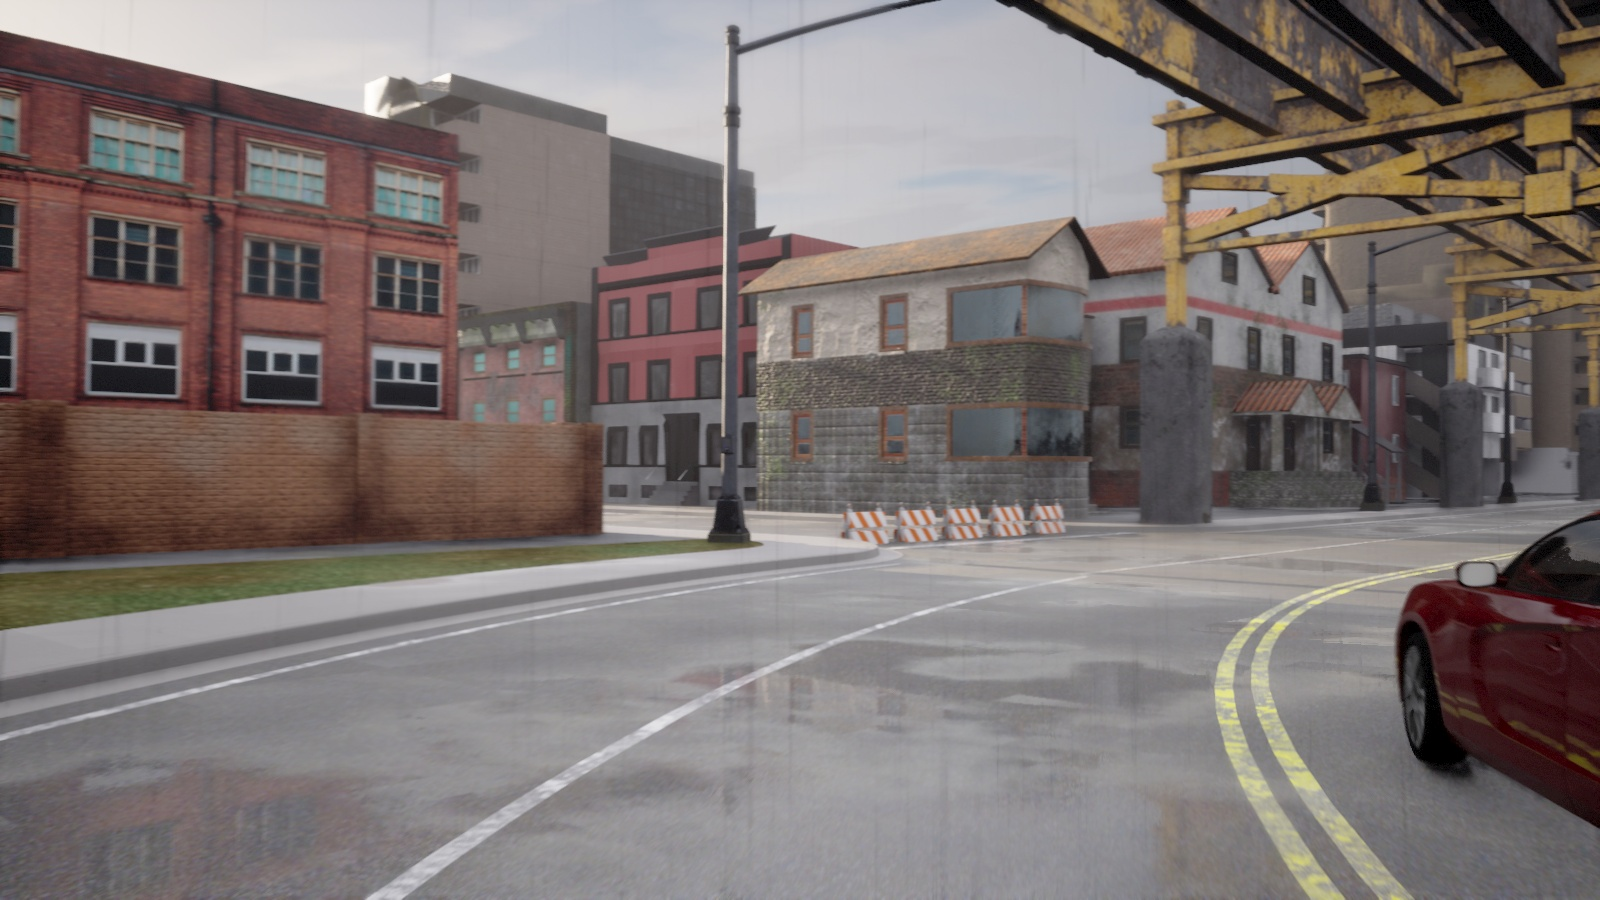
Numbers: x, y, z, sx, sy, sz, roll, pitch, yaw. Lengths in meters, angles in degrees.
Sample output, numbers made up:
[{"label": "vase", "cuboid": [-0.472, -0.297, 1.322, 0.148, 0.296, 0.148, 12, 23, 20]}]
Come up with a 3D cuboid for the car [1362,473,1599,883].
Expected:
[{"label": "car", "cuboid": [4.035, 0.870, 5.180, 1.882, 1.535, 5.008, 0, -1, 9]}]
